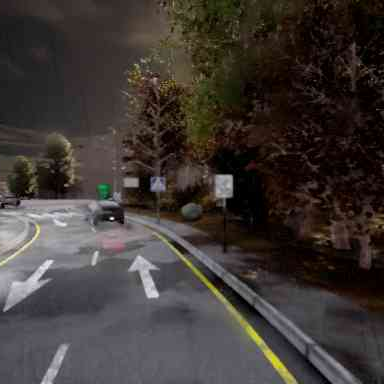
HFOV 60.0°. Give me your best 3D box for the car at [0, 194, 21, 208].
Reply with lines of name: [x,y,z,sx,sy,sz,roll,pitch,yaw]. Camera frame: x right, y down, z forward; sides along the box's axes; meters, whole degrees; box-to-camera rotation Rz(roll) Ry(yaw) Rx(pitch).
car: [-20.506,0.983,35.598,4.902,1.511,2.128,-2,-2,27]

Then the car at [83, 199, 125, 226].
car: [-5.727,1.222,21.366,1.837,1.490,4.892,0,1,-27]
